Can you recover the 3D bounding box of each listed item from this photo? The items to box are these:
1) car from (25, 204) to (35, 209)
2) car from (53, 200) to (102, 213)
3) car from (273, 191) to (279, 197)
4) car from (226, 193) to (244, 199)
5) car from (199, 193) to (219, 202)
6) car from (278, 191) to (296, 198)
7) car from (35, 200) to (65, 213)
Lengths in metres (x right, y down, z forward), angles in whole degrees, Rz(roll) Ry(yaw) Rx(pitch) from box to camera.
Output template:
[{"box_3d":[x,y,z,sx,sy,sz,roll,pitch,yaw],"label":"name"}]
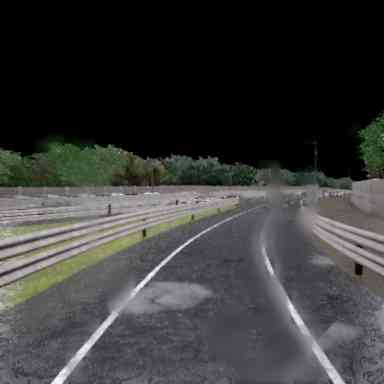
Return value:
[{"box_3d":[-17.685,1.773,40.696,1.895,1.301,4.718,1,2,38],"label":"car"},{"box_3d":[-12.202,1.824,36.344,1.895,1.301,4.718,1,2,38],"label":"car"},{"box_3d":[22.463,0.594,85.631,1.837,1.490,4.892,1,1,38],"label":"car"},{"box_3d":[9.786,0.926,75.295,1.895,1.301,4.718,1,1,38],"label":"car"},{"box_3d":[3.179,0.945,61.342,2.097,1.767,4.553,1,1,38],"label":"car"},{"box_3d":[23.958,0.688,81.886,2.033,1.411,5.357,1,1,38],"label":"car"},{"box_3d":[-14.960,1.697,38.498,2.128,1.511,4.902,1,2,38],"label":"car"}]
